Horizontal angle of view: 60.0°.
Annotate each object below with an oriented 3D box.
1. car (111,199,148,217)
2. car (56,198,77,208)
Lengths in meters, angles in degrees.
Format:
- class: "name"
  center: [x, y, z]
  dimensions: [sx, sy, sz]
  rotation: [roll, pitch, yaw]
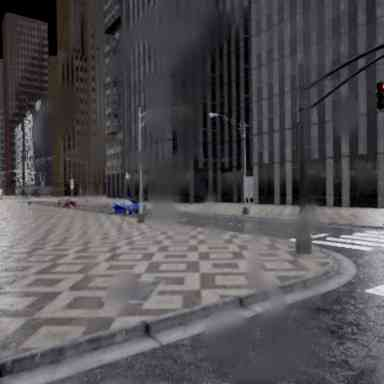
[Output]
- class: "car"
  center: [-5.745, 1.340, 30.226]
  dimensions: [1.882, 1.535, 5.008]
  rotation: [-1, 1, -35]
- class: "car"
  center: [-18.024, 1.517, 47.660]
  dimensions: [1.895, 1.301, 4.718]
  rotation: [-1, 1, -35]
